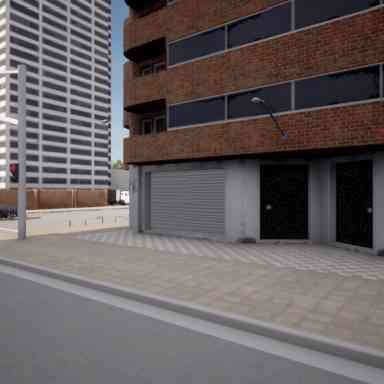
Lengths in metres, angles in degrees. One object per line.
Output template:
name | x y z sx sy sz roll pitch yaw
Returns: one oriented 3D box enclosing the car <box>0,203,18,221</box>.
car | -15.714 1.525 25.549 1.812 1.442 4.674 0 0 36
